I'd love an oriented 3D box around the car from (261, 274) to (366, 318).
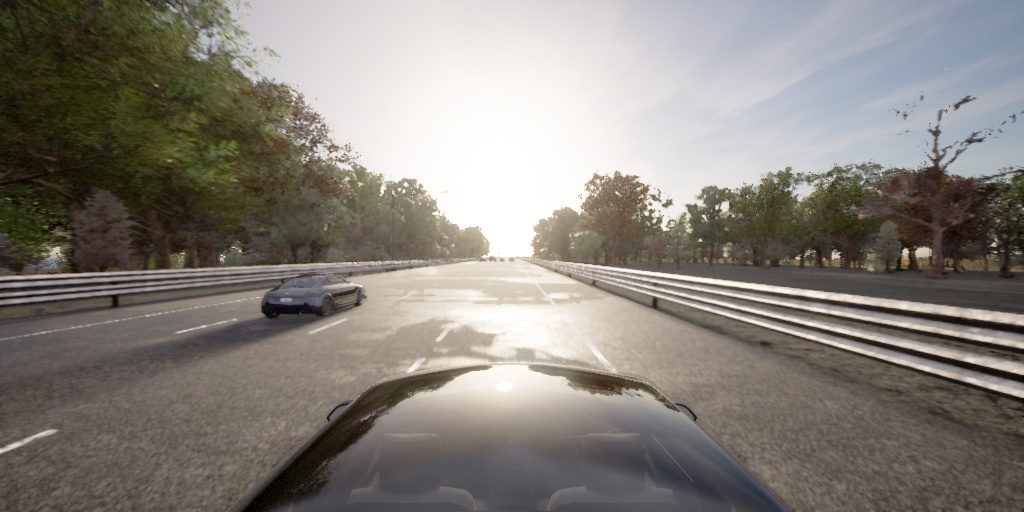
[{"bbox_3d":[-6.990,1.330,13.111,1.994,1.385,4.181,0,0,0],"label":"car"}]
